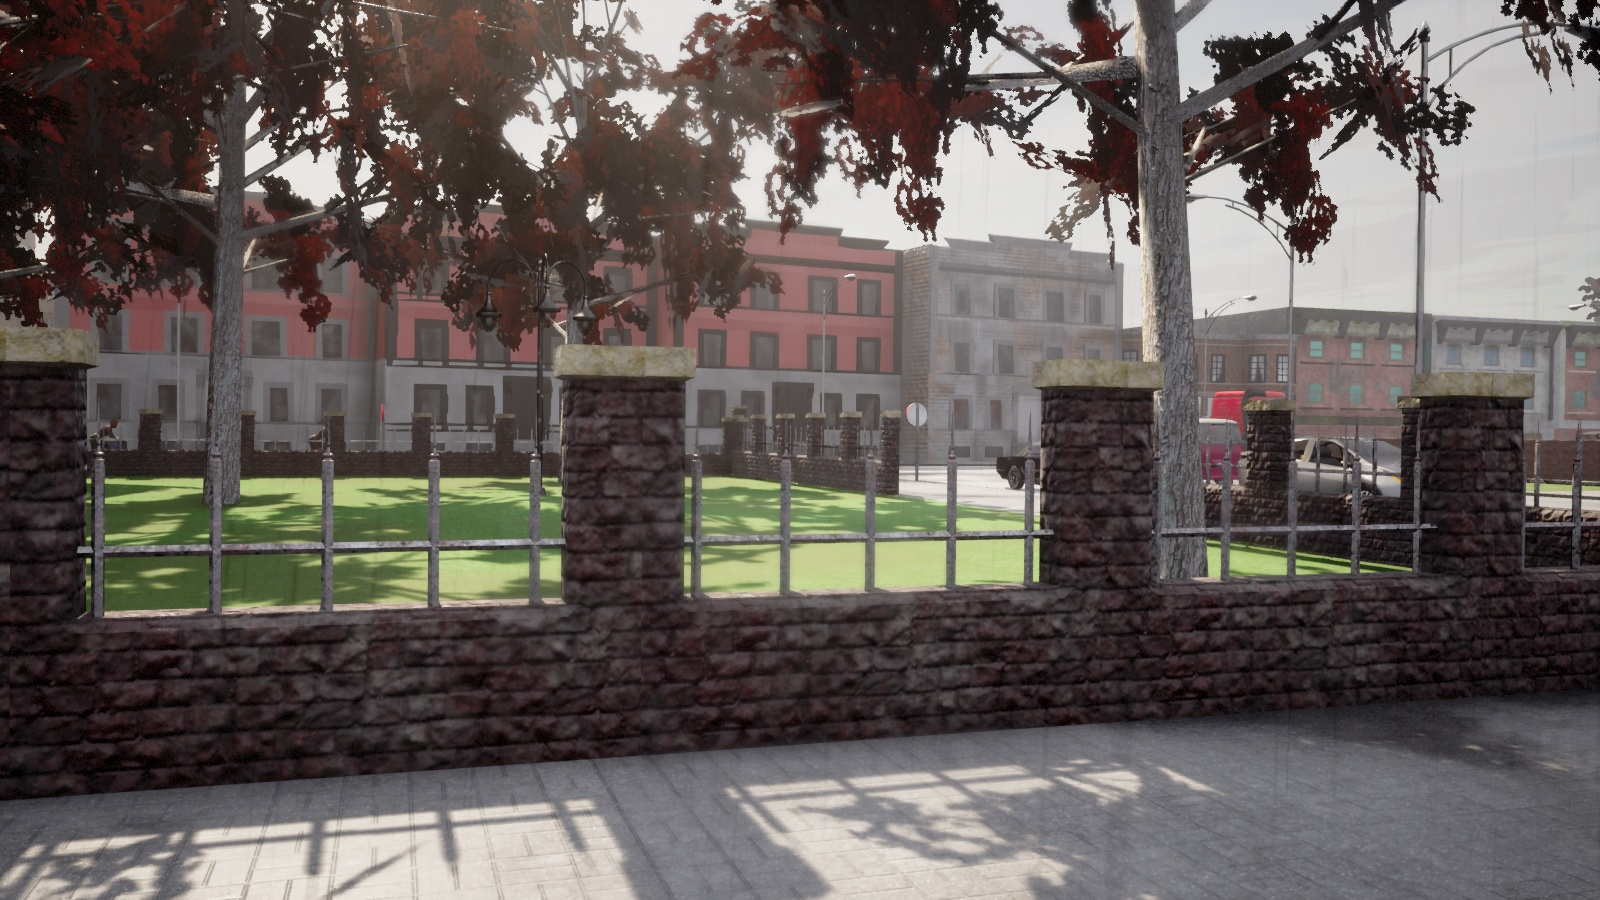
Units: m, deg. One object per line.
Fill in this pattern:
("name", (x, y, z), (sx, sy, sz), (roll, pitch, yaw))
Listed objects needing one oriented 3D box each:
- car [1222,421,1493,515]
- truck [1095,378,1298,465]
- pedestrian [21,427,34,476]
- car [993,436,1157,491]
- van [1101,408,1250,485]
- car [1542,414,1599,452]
("car", (10.067, 0.260, 23.108), (2.007, 1.525, 4.514), (-1, 1, -20))
("truck", (16.551, -1.216, 52.456), (7.936, 3.462, 2.891), (-1, 1, -19))
("pedestrian", (-29.376, 0.048, 47.763), (0.376, 1.854, 0.720), (-1, 1, -33))
("car", (6.994, 0.294, 32.525), (1.895, 1.301, 4.718), (-1, 1, -20))
("van", (10.421, -0.133, 35.201), (1.775, 1.987, 4.442), (-1, 1, -18))
("car", (40.302, -0.887, 64.244), (3.866, 1.878, 1.905), (-1, 1, -18))
